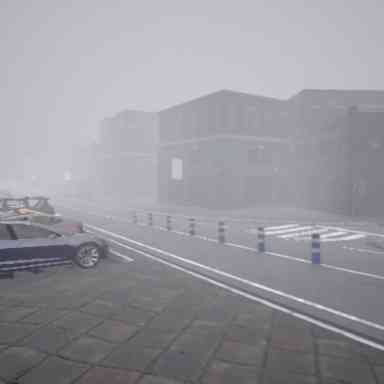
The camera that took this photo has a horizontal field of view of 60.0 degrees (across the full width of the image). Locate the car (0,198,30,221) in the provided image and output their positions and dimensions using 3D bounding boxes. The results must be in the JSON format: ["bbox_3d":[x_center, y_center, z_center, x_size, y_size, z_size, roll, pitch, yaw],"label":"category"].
[{"bbox_3d":[-16.529,1.479,28.372,4.553,1.767,2.185,-2,1,-32],"label":"car"}]

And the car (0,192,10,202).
[{"bbox_3d":[-32.685,0.859,54.406,5.008,1.535,2.097,-2,3,-32],"label":"car"}]

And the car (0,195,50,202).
[{"bbox_3d":[-10.717,1.367,18.859,5.566,2.045,2.435,-2,1,-32],"label":"car"}]

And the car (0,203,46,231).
[{"bbox_3d":[-12.148,1.632,21.252,4.892,1.521,2.231,-2,1,-32],"label":"car"}]

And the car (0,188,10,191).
[{"bbox_3d":[-31.249,0.707,52.014,5.566,2.045,2.435,-2,3,-32],"label":"car"}]

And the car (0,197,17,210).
[{"bbox_3d":[-23.889,1.424,40.201,4.674,1.452,2.002,-2,2,-32],"label":"car"}]

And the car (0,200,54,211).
[{"bbox_3d":[-7.786,1.438,14.119,4.553,1.767,2.185,-2,0,-32],"label":"car"}]

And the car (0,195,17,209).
[{"bbox_3d":[-25.350,1.314,42.574,5.008,1.535,2.097,-2,2,-32],"label":"car"}]

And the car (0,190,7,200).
[{"bbox_3d":[-35.529,0.540,59.036,4.553,1.767,2.185,-2,3,-32],"label":"car"}]

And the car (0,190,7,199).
[{"bbox_3d":[-37.092,0.565,61.492,4.892,1.521,2.231,-2,3,-32],"label":"car"}]

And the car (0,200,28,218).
[{"bbox_3d":[-17.995,1.607,30.745,4.792,1.488,2.163,-2,2,-32],"label":"car"}]

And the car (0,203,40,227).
[{"bbox_3d":[-13.590,1.663,23.628,4.792,1.488,2.163,-2,1,-32],"label":"car"}]

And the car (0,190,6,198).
[{"bbox_3d":[-40.022,0.364,66.221,5.008,1.535,2.097,-2,3,-32],"label":"car"}]

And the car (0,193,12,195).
[{"bbox_3d":[-20.983,1.374,35.448,4.553,1.767,2.185,-2,2,-32],"label":"car"}]

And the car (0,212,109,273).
[{"bbox_3d":[-4.801,1.512,9.414,4.792,1.488,2.163,-2,0,-32],"label":"car"}]

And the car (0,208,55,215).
[{"bbox_3d":[-6.315,1.553,11.751,4.792,1.488,2.163,-2,0,-32],"label":"car"}]

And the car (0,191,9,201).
[{"bbox_3d":[-34.313,0.762,56.670,5.366,1.575,1.946,-2,3,-32],"label":"car"}]

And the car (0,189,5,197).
[{"bbox_3d":[-41.479,0.264,68.591,5.008,1.535,2.097,-2,3,-32],"label":"car"}]

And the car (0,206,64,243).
[{"bbox_3d":[-9.213,1.594,16.503,5.008,1.535,2.097,-2,1,-32],"label":"car"}]

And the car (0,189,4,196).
[{"bbox_3d":[-42.951,0.205,70.953,4.674,1.452,2.002,-2,3,-32],"label":"car"}]
